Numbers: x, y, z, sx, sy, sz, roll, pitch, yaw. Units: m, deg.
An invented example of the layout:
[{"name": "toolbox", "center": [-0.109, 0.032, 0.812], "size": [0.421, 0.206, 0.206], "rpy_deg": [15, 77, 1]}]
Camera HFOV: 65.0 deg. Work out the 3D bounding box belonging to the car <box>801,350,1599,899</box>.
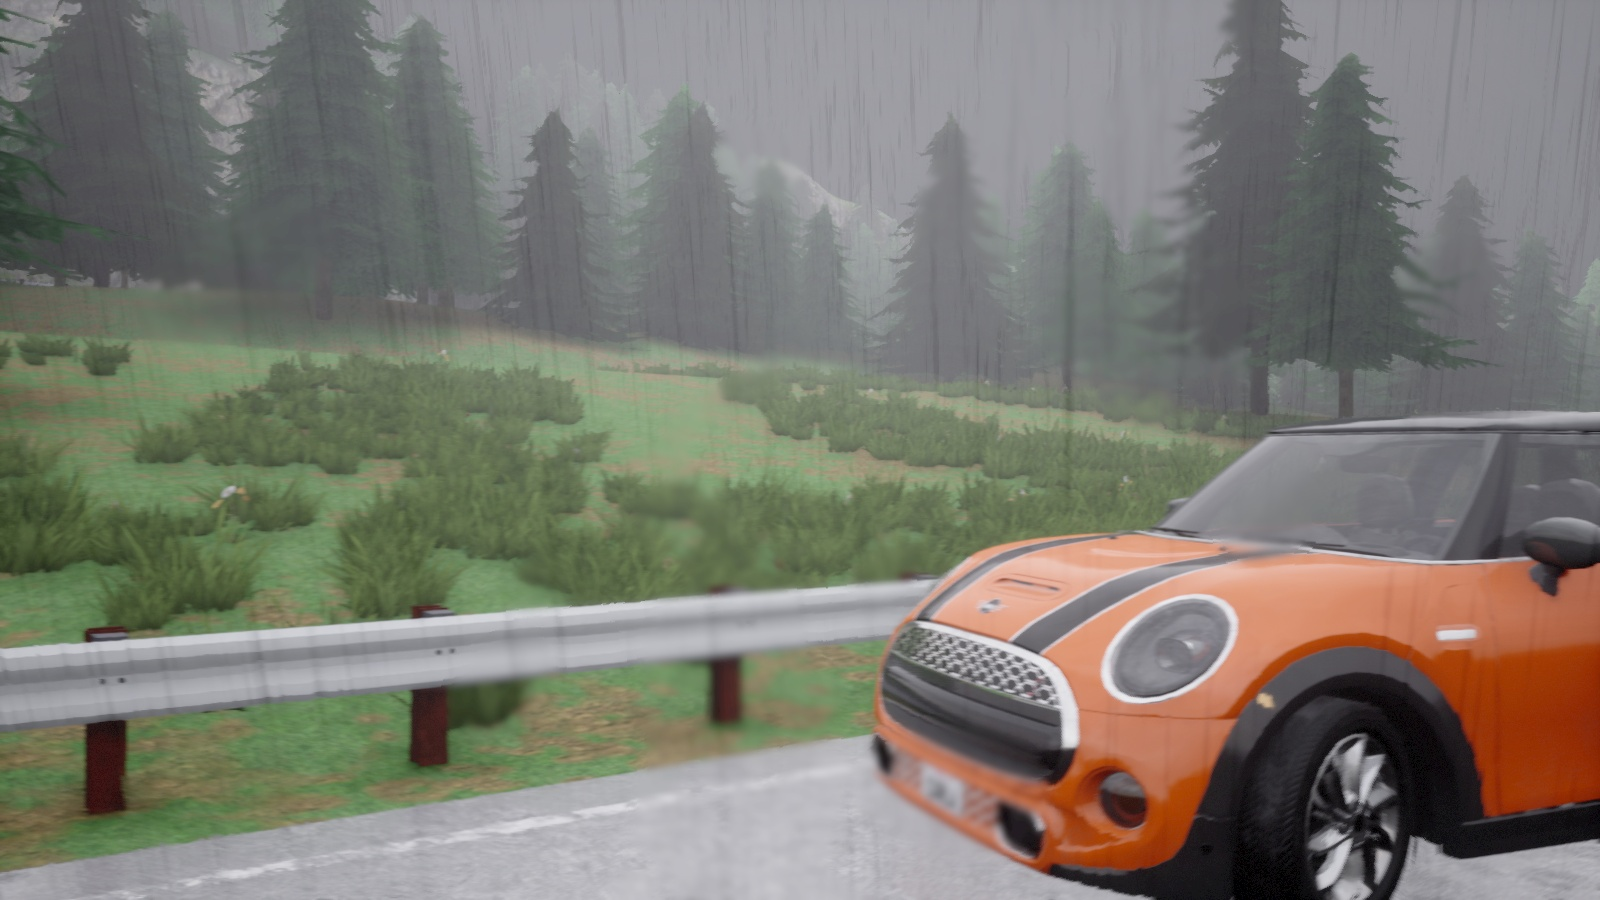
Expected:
[{"name": "car", "center": [2.505, 0.614, 5.205], "size": [4.553, 1.767, 2.097], "rpy_deg": [0, 0, -21]}]
